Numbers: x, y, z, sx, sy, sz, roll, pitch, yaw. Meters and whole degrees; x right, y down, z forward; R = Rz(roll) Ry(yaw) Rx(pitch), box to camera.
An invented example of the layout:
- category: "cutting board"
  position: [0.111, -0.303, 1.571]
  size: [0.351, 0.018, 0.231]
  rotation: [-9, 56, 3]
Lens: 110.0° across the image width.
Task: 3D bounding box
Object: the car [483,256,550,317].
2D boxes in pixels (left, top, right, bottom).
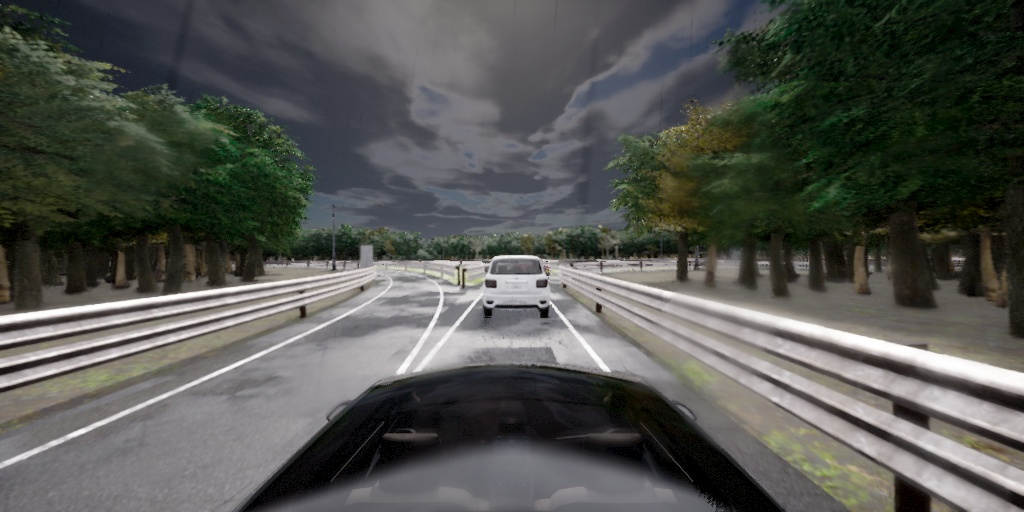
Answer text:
- category: "car"
  position: [0.135, 1.006, 13.409]
  size: [2.150, 2.045, 5.566]
  rotation: [0, 0, 0]

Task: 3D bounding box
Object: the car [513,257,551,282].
- category: "car"
  position: [1.905, 1.100, 32.190]
  size: [2.150, 2.045, 5.566]
  rotation: [-1, -1, 16]
